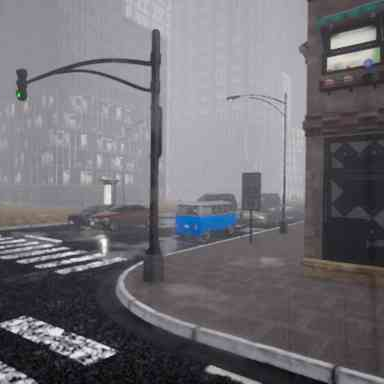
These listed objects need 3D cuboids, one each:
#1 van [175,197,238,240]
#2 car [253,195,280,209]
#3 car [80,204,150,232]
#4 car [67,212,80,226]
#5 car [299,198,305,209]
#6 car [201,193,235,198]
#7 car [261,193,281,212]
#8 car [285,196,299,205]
[{"bbox_3d":[0.828,1.364,17.011,1.690,1.788,3.998,1,1,35],"label":"van"},{"bbox_3d":[10.000,1.285,44.422,1.967,1.590,4.097,1,1,35],"label":"car"},{"bbox_3d":[-4.067,1.459,20.120,1.812,1.442,4.674,1,1,37],"label":"car"},{"bbox_3d":[-6.009,1.458,21.864,1.947,1.339,4.313,1,1,35],"label":"car"},{"bbox_3d":[15.617,1.457,42.433,1.812,1.442,4.674,1,1,36],"label":"car"},{"bbox_3d":[1.883,1.135,28.499,2.150,2.045,5.566,1,1,36],"label":"car"},{"bbox_3d":[8.075,1.117,37.201,2.150,2.045,5.566,1,1,36],"label":"car"},{"bbox_3d":[16.304,1.356,53.309,1.752,1.417,4.829,1,1,35],"label":"car"}]
